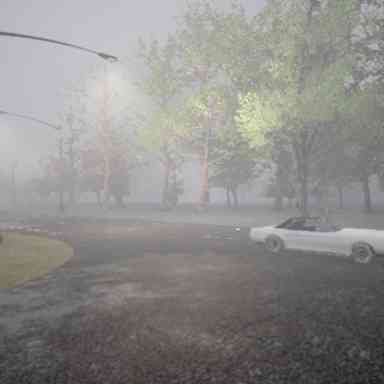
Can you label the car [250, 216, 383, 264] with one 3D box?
[{"bbox_3d":[4.543,1.541,11.741,4.718,1.301,1.895,-1,0,39],"label":"car"}]
